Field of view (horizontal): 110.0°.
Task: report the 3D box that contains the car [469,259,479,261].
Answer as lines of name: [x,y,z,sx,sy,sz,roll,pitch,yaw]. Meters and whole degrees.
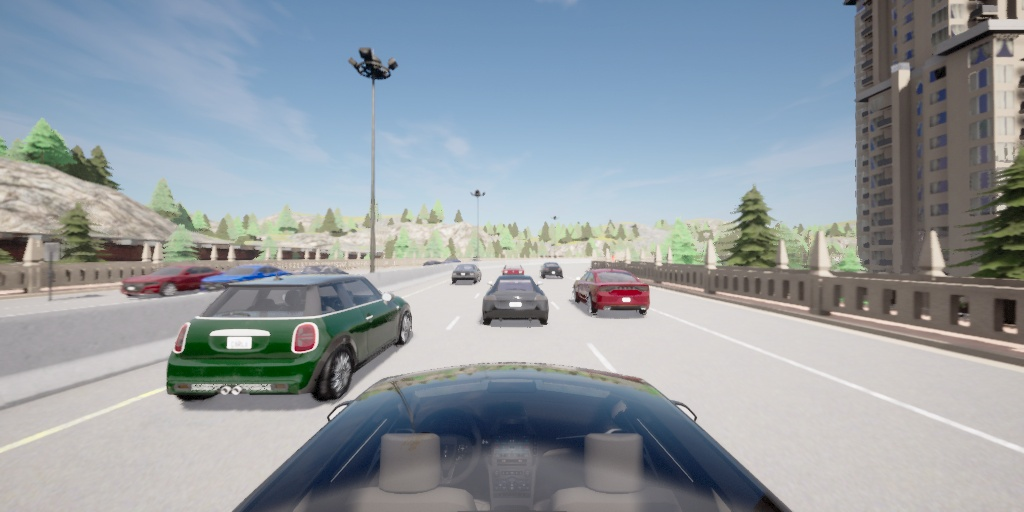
car: [-6.616,1.251,60.911,2.128,1.511,4.902,0,0,16]

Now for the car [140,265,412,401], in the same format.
car: [-3.401,1.103,6.598,2.097,1.767,4.553,0,0,0]

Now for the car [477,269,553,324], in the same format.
car: [0.100,1.316,11.987,1.994,1.385,4.181,0,0,0]

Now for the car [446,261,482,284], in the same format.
car: [-3.400,1.301,27.392,2.033,1.411,5.357,0,0,0]

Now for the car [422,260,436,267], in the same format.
car: [-13.723,1.343,61.506,1.994,1.385,4.181,0,0,15]

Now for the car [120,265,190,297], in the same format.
car: [-17.594,1.230,19.062,1.882,1.535,5.008,0,0,0]

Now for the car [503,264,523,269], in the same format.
car: [0.115,1.355,31.779,1.895,1.301,4.718,0,0,0]

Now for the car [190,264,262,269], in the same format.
car: [-14.093,1.230,19.371,1.882,1.535,5.008,0,0,0]

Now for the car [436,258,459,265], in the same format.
car: [-10.362,1.121,60.490,2.097,1.767,4.553,0,0,15]

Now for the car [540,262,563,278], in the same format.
car: [3.645,1.280,33.466,1.812,1.442,4.674,0,0,1]

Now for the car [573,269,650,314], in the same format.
car: [3.600,1.229,13.754,1.882,1.535,5.008,0,0,0]
